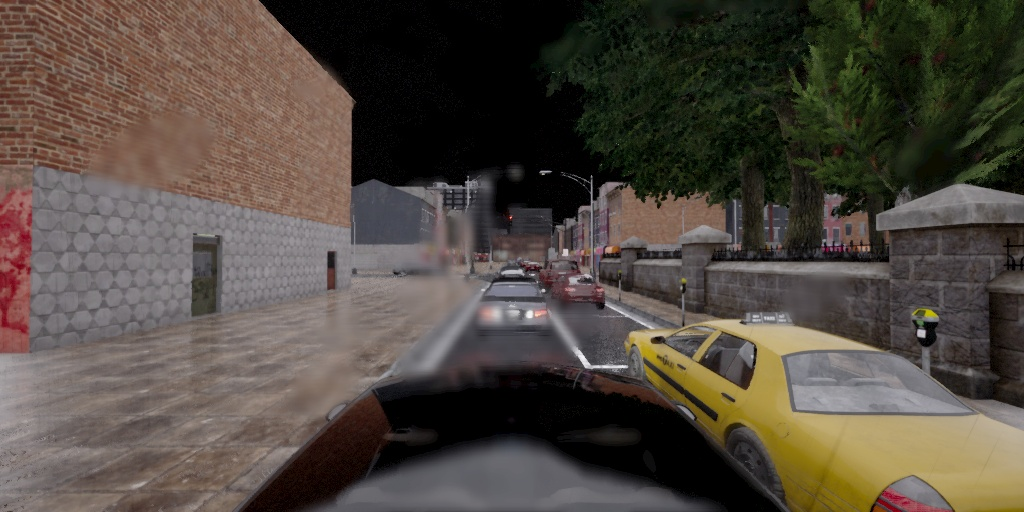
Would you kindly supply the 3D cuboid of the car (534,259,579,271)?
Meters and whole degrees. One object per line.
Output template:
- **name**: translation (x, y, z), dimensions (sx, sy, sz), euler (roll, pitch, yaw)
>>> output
- **car**: translation (2.629, 1.077, 20.172), dimensions (2.192, 1.841, 5.009), euler (0, 0, 0)

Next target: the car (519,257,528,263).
- **car**: translation (2.603, 1.403, 62.913), dimensions (1.888, 1.381, 4.507), euler (0, 0, 0)

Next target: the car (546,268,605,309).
- **car**: translation (2.633, 1.338, 14.723), dimensions (1.802, 1.307, 4.207), euler (0, 0, 0)

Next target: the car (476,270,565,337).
- **car**: translation (0.063, 1.300, 10.241), dimensions (2.033, 1.411, 5.357), euler (0, 0, 0)

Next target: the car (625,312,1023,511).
- **car**: translation (2.639, 1.276, 3.995), dimensions (1.751, 1.417, 4.829), euler (0, 0, 0)

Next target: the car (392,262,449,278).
- **car**: translation (-8.170, 1.244, 32.082), dimensions (4.902, 1.511, 2.128), euler (0, -1, -6)

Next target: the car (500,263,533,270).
- **car**: translation (0.015, 1.287, 19.953), dimensions (1.812, 1.442, 4.674), euler (0, 0, 1)

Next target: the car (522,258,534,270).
- **car**: translation (2.613, 1.356, 46.601), dimensions (1.888, 1.381, 4.507), euler (0, 0, 0)
